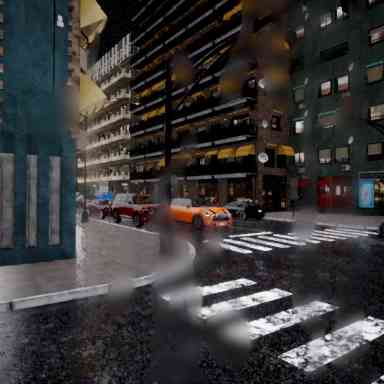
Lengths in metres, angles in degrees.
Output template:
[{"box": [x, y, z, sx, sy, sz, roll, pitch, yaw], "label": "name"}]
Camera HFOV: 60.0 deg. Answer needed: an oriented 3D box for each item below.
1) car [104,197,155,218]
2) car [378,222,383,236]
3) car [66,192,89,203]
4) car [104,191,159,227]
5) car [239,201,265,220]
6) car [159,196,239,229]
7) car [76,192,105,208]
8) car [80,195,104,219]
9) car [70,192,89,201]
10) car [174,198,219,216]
[{"box": [-5.302, 1.184, 27.587, 2.033, 1.411, 5.357, 1, 0, -36], "label": "car"}, {"box": [10.766, 1.566, 14.909, 4.181, 1.385, 1.994, 0, 1, 6], "label": "car"}, {"box": [-17.057, 0.814, 49.292, 1.837, 1.490, 4.892, 1, 0, -36], "label": "car"}, {"box": [-3.217, 1.034, 20.312, 2.192, 1.841, 5.009, 2, 0, -36], "label": "car"}, {"box": [3.588, 1.354, 25.192, 1.947, 1.339, 4.313, 2, 0, -36], "label": "car"}, {"box": [0.294, 1.127, 19.894, 2.097, 1.767, 4.553, 1, 0, -37], "label": "car"}, {"box": [-11.181, 1.018, 35.724, 1.812, 1.442, 4.674, 1, 1, -36], "label": "car"}, {"box": [-6.489, 1.183, 24.825, 1.887, 1.381, 4.507, 2, 0, -36], "label": "car"}, {"box": [-19.267, 0.770, 56.784, 1.887, 1.381, 4.507, 2, 0, -36], "label": "car"}, {"box": [0.323, 1.289, 29.705, 1.802, 1.307, 4.206, 2, 0, -36], "label": "car"}]
